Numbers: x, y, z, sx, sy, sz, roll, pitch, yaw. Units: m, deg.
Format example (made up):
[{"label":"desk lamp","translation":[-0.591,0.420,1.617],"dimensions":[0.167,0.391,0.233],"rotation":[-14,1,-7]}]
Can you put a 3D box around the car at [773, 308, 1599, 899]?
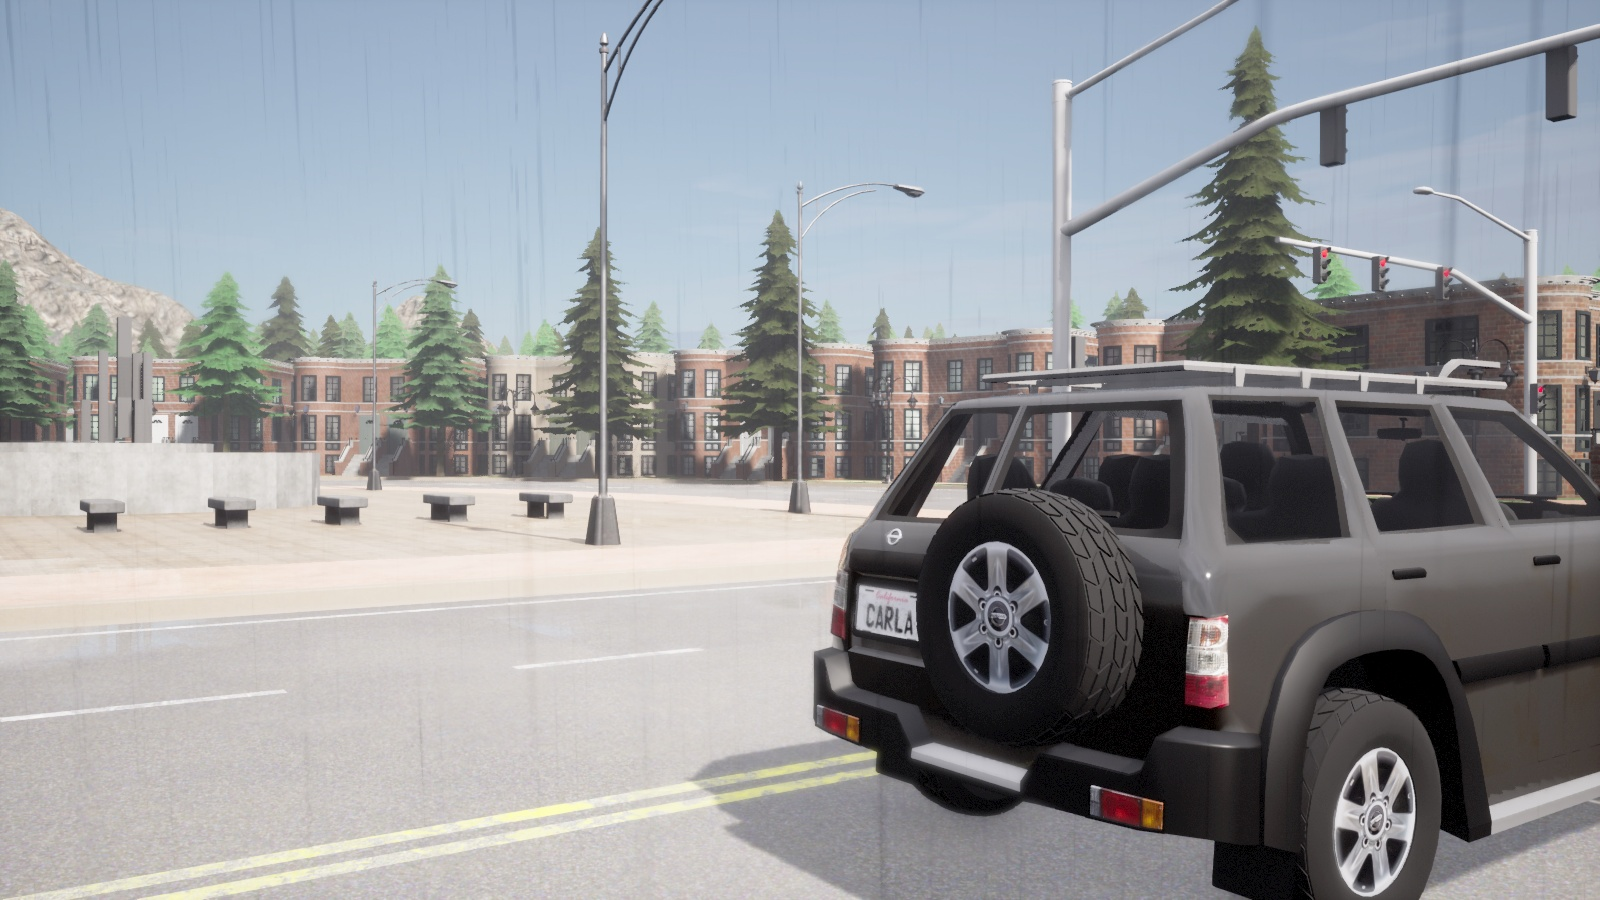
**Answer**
[{"label":"car","translation":[2.340,0.570,5.301],"dimensions":[4.605,1.855,1.932],"rotation":[0,0,-35]}]
